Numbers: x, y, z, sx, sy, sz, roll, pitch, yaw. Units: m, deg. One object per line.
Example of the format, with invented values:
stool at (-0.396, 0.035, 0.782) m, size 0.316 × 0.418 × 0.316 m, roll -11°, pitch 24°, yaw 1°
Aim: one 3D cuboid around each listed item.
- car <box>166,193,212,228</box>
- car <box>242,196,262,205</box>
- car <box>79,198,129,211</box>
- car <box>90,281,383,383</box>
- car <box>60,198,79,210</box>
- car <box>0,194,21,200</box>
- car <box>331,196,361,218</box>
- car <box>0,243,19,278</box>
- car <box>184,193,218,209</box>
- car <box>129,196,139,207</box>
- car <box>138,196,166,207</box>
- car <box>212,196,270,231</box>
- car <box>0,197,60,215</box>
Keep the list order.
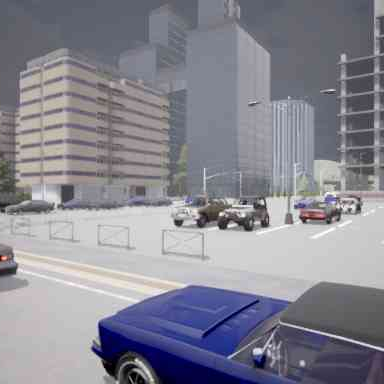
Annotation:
car at (0.727, 1.150, 20.885) m, size 1.932 × 1.855 × 4.605 m, roll 0°, pitch 0°, yaw 34°
car at (11.146, 1.495, 61.447) m, size 1.837 × 1.490 × 4.892 m, roll 0°, pitch -1°, yaw 34°
car at (-10.901, 1.538, 41.502) m, size 2.033 × 1.411 × 5.357 m, roll 0°, pitch 0°, yaw 34°
car at (1.205, 1.601, 3.130) m, size 4.718 × 1.301 × 1.895 m, roll 0°, pitch 0°, yaw 35°
car at (-14.469, 1.537, 42.477) m, size 2.033 × 1.411 × 5.357 m, roll 0°, pitch 0°, yaw 34°
car at (-20.179, 1.212, 33.968) m, size 2.150 × 2.045 × 5.566 m, roll 0°, pitch 0°, yaw 34°
car at (15.119, 1.394, 32.174) m, size 1.970 × 1.475 × 3.806 m, roll 0°, pitch 0°, yaw 34°
car at (-6.640, 1.544, 8.646) m, size 5.357 × 1.411 × 2.033 m, roll 0°, pitch 0°, yaw 35°
car at (1.336, 1.213, 46.828) m, size 2.150 × 2.045 × 5.566 m, roll 0°, pitch 0°, yaw 34°
car at (-8.792, 1.341, 50.873) m, size 2.097 × 1.767 × 4.553 m, roll 0°, pitch 0°, yaw 35°
car at (-5.109, 1.538, 50.118) m, size 2.033 × 1.411 × 5.357 m, roll 0°, pitch 0°, yaw 34°
car at (3.094, 1.154, 19.219) m, size 1.905 × 1.878 × 3.866 m, roll 0°, pitch 0°, yaw 34°
car at (-16.232, 1.516, 33.530) m, size 1.812 × 1.442 × 4.674 m, roll 0°, pitch 0°, yaw 34°
